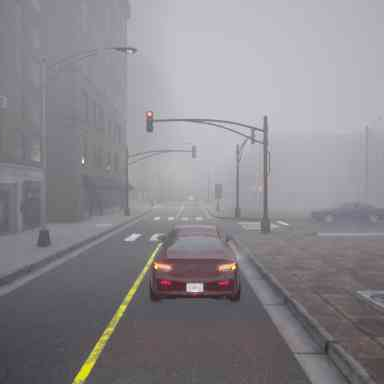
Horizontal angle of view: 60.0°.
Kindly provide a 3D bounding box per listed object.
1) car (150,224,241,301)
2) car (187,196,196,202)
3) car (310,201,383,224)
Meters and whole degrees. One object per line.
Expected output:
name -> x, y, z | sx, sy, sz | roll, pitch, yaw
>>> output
car -> 0.083, 1.526, 8.184 | 1.812, 1.442, 4.674 | 0, 0, 1
car -> -0.076, 1.567, 76.160 | 1.812, 1.442, 4.674 | 0, 0, 0
car -> 11.102, 1.432, 23.886 | 5.008, 1.535, 1.882 | 0, 0, 0
